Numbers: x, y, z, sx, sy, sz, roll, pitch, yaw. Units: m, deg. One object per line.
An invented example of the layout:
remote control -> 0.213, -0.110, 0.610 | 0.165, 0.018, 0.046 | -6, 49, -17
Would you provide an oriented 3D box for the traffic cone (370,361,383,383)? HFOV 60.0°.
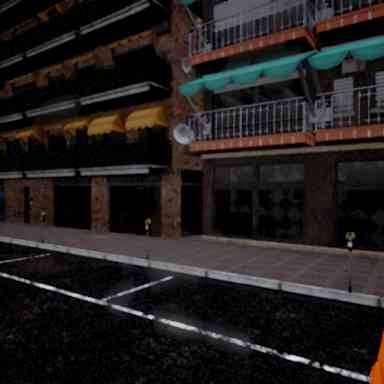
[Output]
traffic cone -> 1.819, 1.959, 3.255 | 0.340, 0.580, 0.340 | 0, 0, 35
